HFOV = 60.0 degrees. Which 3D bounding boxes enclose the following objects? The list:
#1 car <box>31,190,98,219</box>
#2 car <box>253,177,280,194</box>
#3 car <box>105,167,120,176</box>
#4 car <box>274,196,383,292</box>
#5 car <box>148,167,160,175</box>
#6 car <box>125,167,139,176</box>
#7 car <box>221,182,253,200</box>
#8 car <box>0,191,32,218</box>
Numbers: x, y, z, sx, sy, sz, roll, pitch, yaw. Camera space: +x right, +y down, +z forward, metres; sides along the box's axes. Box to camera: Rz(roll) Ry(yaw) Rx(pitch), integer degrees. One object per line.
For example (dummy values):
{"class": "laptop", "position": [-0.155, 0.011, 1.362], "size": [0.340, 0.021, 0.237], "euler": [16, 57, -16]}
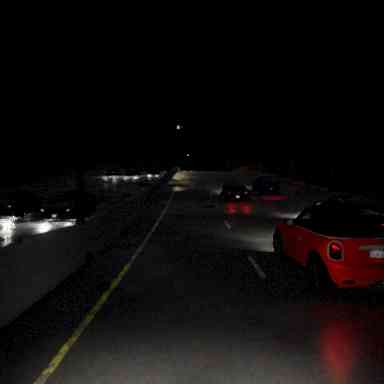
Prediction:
{"class": "car", "position": [-7.104, 0.634, 19.777], "size": [2.033, 1.411, 5.357], "euler": [0, 5, 0]}
{"class": "car", "position": [7.093, -0.722, 32.200], "size": [1.882, 1.535, 5.008], "euler": [0, 6, 0]}
{"class": "car", "position": [-14.056, -3.652, 58.819], "size": [1.837, 1.490, 4.892], "euler": [0, 6, 1]}
{"class": "car", "position": [3.592, 1.140, 8.559], "size": [2.097, 1.767, 4.553], "euler": [0, 2, 0]}
{"class": "car", "position": [-7.032, -3.952, 61.910], "size": [2.033, 1.411, 5.357], "euler": [0, 6, 1]}
{"class": "car", "position": [-10.556, -3.677, 58.808], "size": [1.882, 1.535, 5.008], "euler": [0, 6, 1]}
{"class": "car", "position": [3.594, -0.166, 28.325], "size": [1.895, 1.301, 4.718], "euler": [0, 6, 0]}
{"class": "car", "position": [-10.603, 0.642, 19.882], "size": [1.994, 1.385, 4.181], "euler": [0, 5, 0]}
